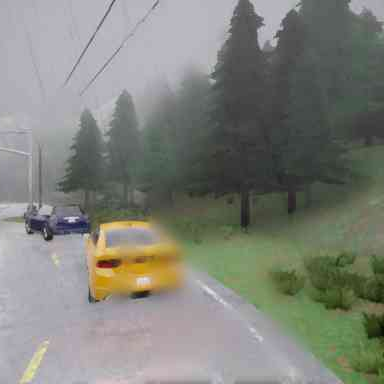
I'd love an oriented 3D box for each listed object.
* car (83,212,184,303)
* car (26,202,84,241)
[{"bbox_3d":[-1.678,1.478,8.441,1.882,1.535,5.008,0,0,-19],"label":"car"},{"bbox_3d":[-6.951,1.352,17.086,2.097,1.767,4.553,0,0,-40],"label":"car"}]
